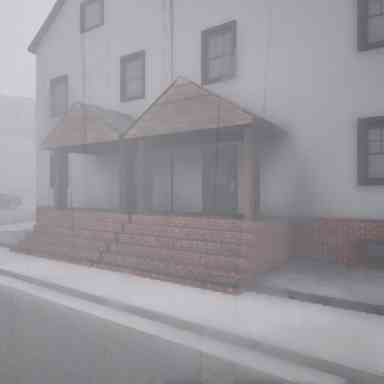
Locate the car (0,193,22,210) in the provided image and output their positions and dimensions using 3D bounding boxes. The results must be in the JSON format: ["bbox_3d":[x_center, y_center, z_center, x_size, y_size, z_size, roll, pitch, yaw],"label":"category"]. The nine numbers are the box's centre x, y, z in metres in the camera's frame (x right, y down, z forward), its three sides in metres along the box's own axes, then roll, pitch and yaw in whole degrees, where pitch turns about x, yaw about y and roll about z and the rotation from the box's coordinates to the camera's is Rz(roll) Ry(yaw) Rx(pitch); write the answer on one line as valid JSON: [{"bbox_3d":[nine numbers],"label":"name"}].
[{"bbox_3d":[-16.238,0.891,26.556,1.837,1.490,4.892,0,7,35],"label":"car"}]
